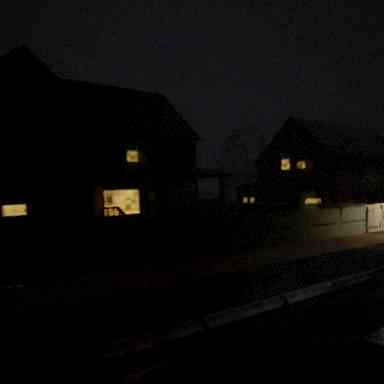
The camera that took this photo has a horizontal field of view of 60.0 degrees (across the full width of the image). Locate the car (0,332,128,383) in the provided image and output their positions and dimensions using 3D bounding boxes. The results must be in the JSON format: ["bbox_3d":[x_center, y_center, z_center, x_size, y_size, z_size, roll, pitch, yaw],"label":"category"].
[{"bbox_3d":[-2.474,1.609,1.311,4.718,1.301,1.895,0,0,-35],"label":"car"}]
